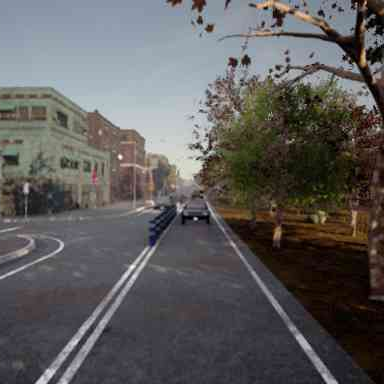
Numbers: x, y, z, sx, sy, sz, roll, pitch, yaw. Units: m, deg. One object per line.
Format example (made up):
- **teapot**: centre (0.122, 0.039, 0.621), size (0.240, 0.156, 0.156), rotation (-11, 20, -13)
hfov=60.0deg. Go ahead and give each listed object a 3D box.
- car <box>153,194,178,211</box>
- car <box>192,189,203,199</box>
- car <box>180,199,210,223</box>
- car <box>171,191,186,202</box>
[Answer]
- **car**: centre (-2.977, 1.210, 36.138), size (2.033, 1.411, 5.357), rotation (0, 1, 1)
- **car**: centre (1.102, 0.501, 65.200), size (2.150, 2.045, 5.566), rotation (0, 0, 1)
- **car**: centre (0.262, 1.402, 23.478), size (1.895, 1.301, 4.718), rotation (0, 1, 1)
- **car**: centre (-2.580, 0.819, 51.716), size (2.097, 1.767, 4.553), rotation (0, 1, 2)
